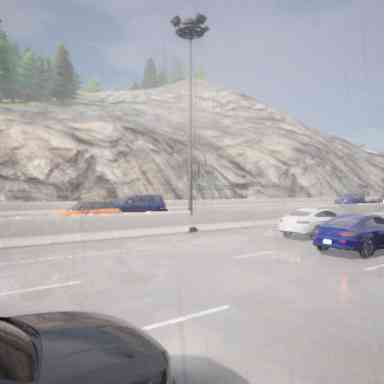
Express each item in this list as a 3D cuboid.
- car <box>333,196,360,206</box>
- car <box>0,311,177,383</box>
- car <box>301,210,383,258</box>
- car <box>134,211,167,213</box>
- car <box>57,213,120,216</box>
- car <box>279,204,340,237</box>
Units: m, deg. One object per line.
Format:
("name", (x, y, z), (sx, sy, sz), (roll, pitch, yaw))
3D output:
("car", (26.625, 1.478, 57.308), (5.008, 1.535, 1.882), (0, 0, -35))
("car", (-2.362, 1.505, 2.060), (4.892, 1.490, 1.837), (0, 0, -36))
("car", (6.484, 1.526, 12.674), (4.674, 1.442, 1.812), (0, 0, -36))
("car", (-4.658, 1.220, 26.467), (5.566, 2.045, 2.150), (0, 0, -36))
("car", (-6.675, 1.351, 20.729), (4.553, 1.767, 2.097), (0, 0, -36))
("car", (6.365, 1.526, 16.889), (4.674, 1.442, 1.812), (0, 0, -36))
